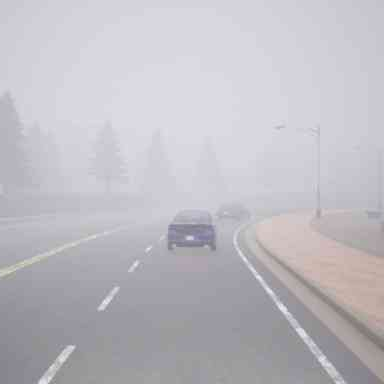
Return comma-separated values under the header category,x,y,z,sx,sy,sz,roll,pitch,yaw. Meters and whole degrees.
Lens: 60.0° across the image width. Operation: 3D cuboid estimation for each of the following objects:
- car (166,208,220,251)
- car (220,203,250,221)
category,x,y,z,sx,sy,sz,roll,pitch,yaw
car,0.121,1.482,14.234,1.882,1.535,5.008,0,0,5
car,3.345,1.570,26.998,1.994,1.385,4.181,0,0,24
